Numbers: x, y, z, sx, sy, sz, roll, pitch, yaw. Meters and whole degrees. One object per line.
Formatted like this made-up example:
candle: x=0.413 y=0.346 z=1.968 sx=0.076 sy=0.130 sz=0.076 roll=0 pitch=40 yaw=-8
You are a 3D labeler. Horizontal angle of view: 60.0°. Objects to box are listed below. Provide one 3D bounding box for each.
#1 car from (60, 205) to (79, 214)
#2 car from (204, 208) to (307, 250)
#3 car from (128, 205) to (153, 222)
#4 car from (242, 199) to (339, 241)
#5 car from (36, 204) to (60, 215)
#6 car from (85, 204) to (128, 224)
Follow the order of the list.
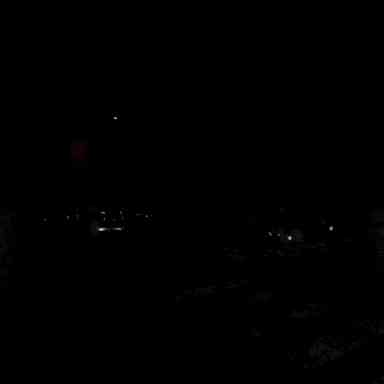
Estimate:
car: x=-18.612 y=2.544 z=50.189 sx=1.895 sy=1.301 sz=4.718 roll=0 pitch=-1 yaw=-36
car: x=2.561 y=1.689 z=15.537 sx=1.837 sy=1.490 sz=4.892 roll=0 pitch=-1 yaw=-36
car: x=-5.521 y=2.021 z=32.111 sx=1.837 sy=1.490 sz=4.892 roll=0 pitch=-1 yaw=-36
car: x=4.900 y=1.408 z=17.842 sx=2.150 sy=2.045 sz=5.566 roll=0 pitch=-1 yaw=-36
car: x=-21.208 y=2.497 z=48.232 sx=2.033 sy=1.411 sz=5.357 roll=0 pitch=-1 yaw=-36
car: x=-7.896 y=1.868 z=29.852 sx=2.097 sy=1.767 sz=4.553 roll=0 pitch=-1 yaw=-36
